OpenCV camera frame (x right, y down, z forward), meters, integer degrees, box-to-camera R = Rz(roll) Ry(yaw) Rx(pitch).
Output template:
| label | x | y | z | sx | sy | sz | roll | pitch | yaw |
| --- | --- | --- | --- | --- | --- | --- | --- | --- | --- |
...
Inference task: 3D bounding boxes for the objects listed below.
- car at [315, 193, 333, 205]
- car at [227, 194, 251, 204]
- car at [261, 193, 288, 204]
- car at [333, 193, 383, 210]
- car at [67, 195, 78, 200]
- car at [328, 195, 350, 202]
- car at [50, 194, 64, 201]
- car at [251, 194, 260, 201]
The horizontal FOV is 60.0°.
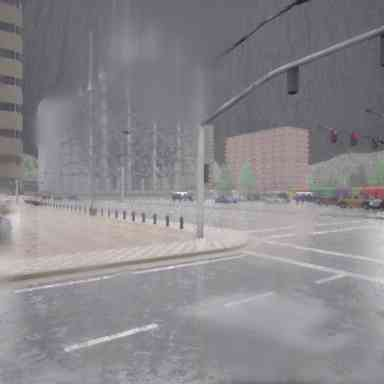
| label | x | y | z | sx | sy | sz | roll | pitch | yaw |
| --- | --- | --- | --- | --- | --- | --- | --- | --- | --- |
| car | 28.161 | 1.150 | 67.504 | 1.932 | 1.855 | 4.605 | 0 | 0 | -36 |
| car | 10.387 | 1.392 | 73.275 | 1.970 | 1.475 | 3.806 | 0 | 0 | -36 |
| car | 14.450 | 1.392 | 57.628 | 1.970 | 1.475 | 3.806 | 0 | 0 | -36 |
| car | 19.990 | 1.150 | 40.196 | 1.932 | 1.855 | 4.605 | 0 | 0 | -36 |
| car | -32.076 | 1.433 | 89.012 | 1.882 | 1.535 | 5.008 | 0 | 0 | -36 |
| car | 30.558 | 1.361 | 69.132 | 1.784 | 1.438 | 3.905 | 0 | 0 | -36 |
| car | -35.025 | 1.576 | 86.634 | 1.895 | 1.301 | 4.718 | 0 | 0 | -29 |
| car | 12.746 | 1.361 | 74.954 | 1.784 | 1.438 | 3.905 | 0 | 0 | -36 |
